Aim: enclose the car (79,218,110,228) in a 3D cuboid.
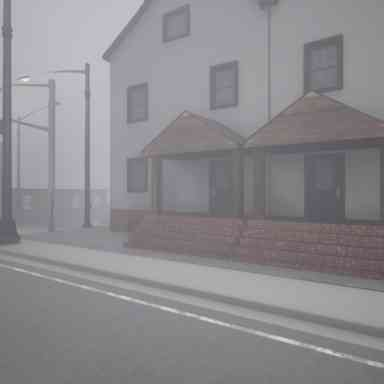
[{"bbox_3d":[-9.487,3.525,34.900,2.097,1.767,4.553,0,-10,35],"label":"car"}]
